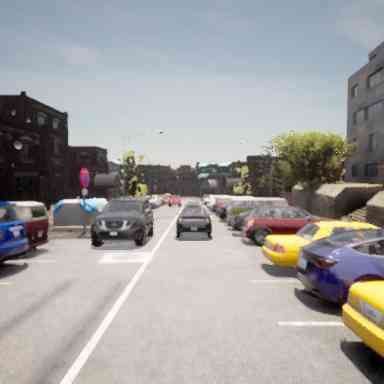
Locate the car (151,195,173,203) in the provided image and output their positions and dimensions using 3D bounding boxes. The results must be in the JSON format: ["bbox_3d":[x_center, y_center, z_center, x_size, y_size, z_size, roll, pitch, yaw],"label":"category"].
[{"bbox_3d":[-7.639,1.689,84.998,5.566,2.045,2.435,0,0,0],"label":"car"}]

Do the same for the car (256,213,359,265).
[{"bbox_3d":[4.837,1.539,9.821,5.366,1.575,1.946,0,0,0],"label":"car"}]

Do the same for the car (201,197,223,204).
[{"bbox_3d":[4.668,1.964,76.865,4.892,1.521,2.231,0,0,0],"label":"car"}]

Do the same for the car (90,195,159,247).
[{"bbox_3d":[-3.107,1.323,16.000,2.150,2.045,5.566,0,0,0],"label":"car"}]

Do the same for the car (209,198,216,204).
[{"bbox_3d":[4.684,1.747,37.759,4.792,1.488,2.163,0,0,0],"label":"car"}]

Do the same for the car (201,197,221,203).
[{"bbox_3d":[4.656,1.967,82.467,4.892,1.521,2.231,0,1,0],"label":"car"}]

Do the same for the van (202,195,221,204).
[{"bbox_3d":[4.545,1.749,79.659,4.442,1.987,1.878,0,0,0],"label":"van"}]

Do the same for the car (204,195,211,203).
[{"bbox_3d":[4.684,1.502,43.347,5.566,2.045,2.435,0,0,0],"label":"car"}]

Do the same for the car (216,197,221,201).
[{"bbox_3d":[4.685,1.540,29.378,4.553,1.767,2.185,0,0,0],"label":"car"}]

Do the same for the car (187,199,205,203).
[{"bbox_3d":[0.105,1.749,35.411,1.812,1.442,4.674,0,0,0],"label":"car"}]

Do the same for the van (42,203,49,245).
[{"bbox_3d":[-7.795,1.333,12.338,4.442,1.987,1.878,0,0,0],"label":"van"}]

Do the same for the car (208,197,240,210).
[{"bbox_3d":[4.689,1.662,48.932,4.553,1.767,2.185,0,0,0],"label":"car"}]

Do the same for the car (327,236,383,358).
[{"bbox_3d":[4.836,1.504,4.234,5.366,1.575,1.946,0,0,0],"label":"car"}]

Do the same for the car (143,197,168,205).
[{"bbox_3d":[-7.676,1.924,70.280,4.892,1.521,2.231,0,0,0],"label":"car"}]

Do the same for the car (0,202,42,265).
[{"bbox_3d":[-7.707,1.290,9.547,5.566,2.045,2.435,0,0,0],"label":"car"}]

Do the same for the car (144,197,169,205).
[{"bbox_3d":[-7.854,1.939,73.343,5.366,1.575,1.946,0,0,0],"label":"car"}]

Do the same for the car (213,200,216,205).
[{"bbox_3d":[4.652,1.723,32.169,4.674,1.452,2.002,0,0,0],"label":"car"}]

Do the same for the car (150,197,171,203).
[{"bbox_3d":[-7.673,1.969,82.055,5.008,1.535,2.097,0,0,0],"label":"car"}]

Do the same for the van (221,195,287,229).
[{"bbox_3d":[4.537,1.404,23.790,4.442,1.987,1.878,0,0,0],"label":"van"}]

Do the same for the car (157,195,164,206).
[{"bbox_3d":[-7.700,1.561,52.778,5.566,2.045,2.435,0,0,0],"label":"car"}]

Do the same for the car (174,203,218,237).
[{"bbox_3d":[0.102,1.610,18.766,2.128,1.511,4.902,0,0,0],"label":"car"}]

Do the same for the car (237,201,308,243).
[{"bbox_3d":[4.620,1.452,15.411,4.553,1.767,2.185,0,0,0],"label":"car"}]

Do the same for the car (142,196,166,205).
[{"bbox_3d":[-7.701,1.779,67.468,4.553,1.767,2.185,0,0,0],"label":"car"}]

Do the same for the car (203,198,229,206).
[{"bbox_3d":[4.654,1.893,65.694,5.008,1.535,2.097,0,0,0],"label":"car"}]

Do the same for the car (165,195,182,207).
[{"bbox_3d":[-3.030,1.593,59.214,2.150,2.045,5.566,0,0,1],"label":"car"}]

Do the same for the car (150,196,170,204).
[{"bbox_3d":[-7.637,1.848,79.225,4.553,1.767,2.185,0,0,0],"label":"car"}]

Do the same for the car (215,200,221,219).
[{"bbox_3d":[4.649,1.648,26.707,5.008,1.535,2.097,0,0,0],"label":"car"}]

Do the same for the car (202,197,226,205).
[{"bbox_3d":[4.654,1.930,71.405,4.892,1.521,2.231,0,0,0],"label":"car"}]

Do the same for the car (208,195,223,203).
[{"bbox_3d":[4.625,1.610,40.551,4.553,1.767,2.185,0,0,0],"label":"car"}]

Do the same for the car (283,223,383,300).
[{"bbox_3d":[4.680,1.554,7.028,4.792,1.488,2.163,0,0,0],"label":"car"}]
